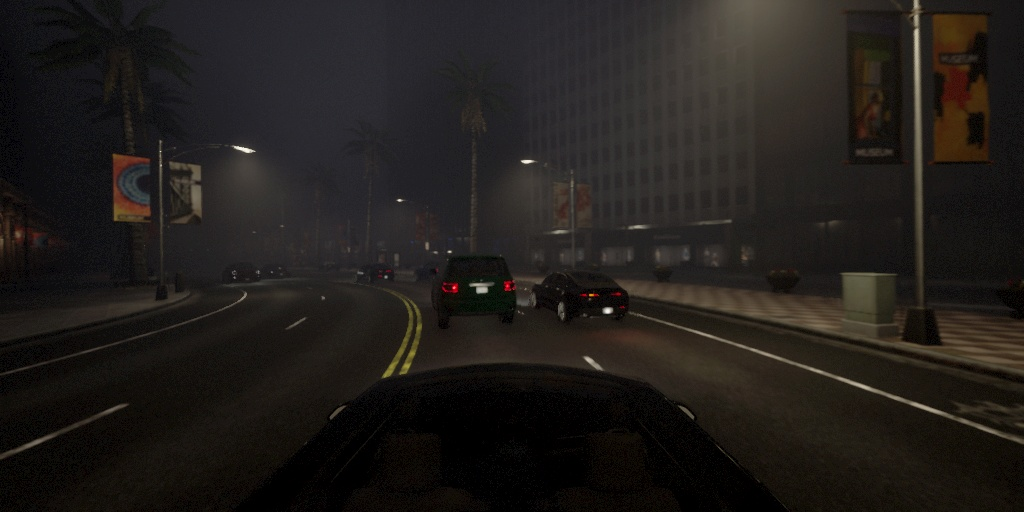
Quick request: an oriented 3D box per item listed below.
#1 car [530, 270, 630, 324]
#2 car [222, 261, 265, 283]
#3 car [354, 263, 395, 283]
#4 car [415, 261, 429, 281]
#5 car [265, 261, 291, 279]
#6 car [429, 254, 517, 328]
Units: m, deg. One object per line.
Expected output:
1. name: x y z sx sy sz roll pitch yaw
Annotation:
1. car: 1.996 1.202 11.884 1.837 1.490 4.892 0 0 -13
2. car: -23.425 1.363 31.022 4.553 1.767 2.097 -1 0 43
3. car: -11.145 1.347 28.897 1.837 1.490 4.892 0 0 -42
4. car: -5.957 1.122 28.143 2.097 1.767 4.553 -1 0 -37
5. car: -24.143 1.533 36.449 4.674 1.442 1.812 -1 0 43
6. car: -1.438 0.967 11.765 2.150 2.045 5.566 -1 0 -15
